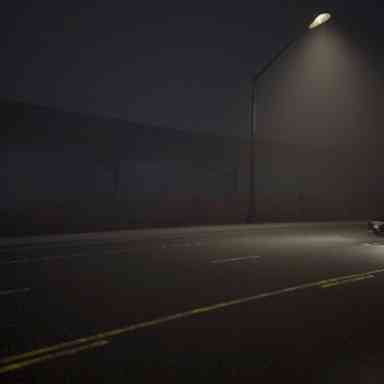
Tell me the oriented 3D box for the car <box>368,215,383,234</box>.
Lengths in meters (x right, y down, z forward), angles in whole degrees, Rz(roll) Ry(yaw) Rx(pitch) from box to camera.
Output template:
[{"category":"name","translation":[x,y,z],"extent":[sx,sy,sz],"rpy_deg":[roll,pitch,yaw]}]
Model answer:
[{"category":"car","translation":[11.763,1.539,17.825],"extent":[4.902,1.511,2.128],"rpy_deg":[0,-1,-19]}]
